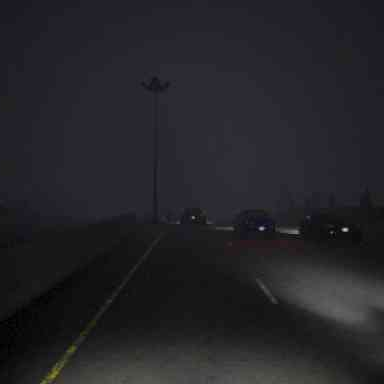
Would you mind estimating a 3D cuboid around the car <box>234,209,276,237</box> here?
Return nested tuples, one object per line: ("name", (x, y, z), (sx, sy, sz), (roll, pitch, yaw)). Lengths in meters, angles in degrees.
("car", (3.590, 1.719, 19.425), (1.812, 1.442, 4.674), (0, -1, 0))

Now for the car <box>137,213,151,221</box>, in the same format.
("car", (-7.027, 3.907, 50.134), (2.033, 1.411, 5.357), (0, -8, 0))

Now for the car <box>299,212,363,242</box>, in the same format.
("car", (7.093, 1.737, 17.405), (1.994, 1.385, 4.181), (0, -1, 0))

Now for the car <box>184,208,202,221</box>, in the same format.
("car", (0.081, 2.971, 42.664), (2.163, 1.488, 4.792), (0, -6, 0))

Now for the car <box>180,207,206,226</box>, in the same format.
("car", (0.088, 1.895, 26.126), (1.994, 1.385, 4.181), (0, -2, 0))

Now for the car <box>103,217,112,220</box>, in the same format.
("car", (-14.023, 5.028, 57.862), (1.895, 1.301, 4.718), (0, -8, 0))
